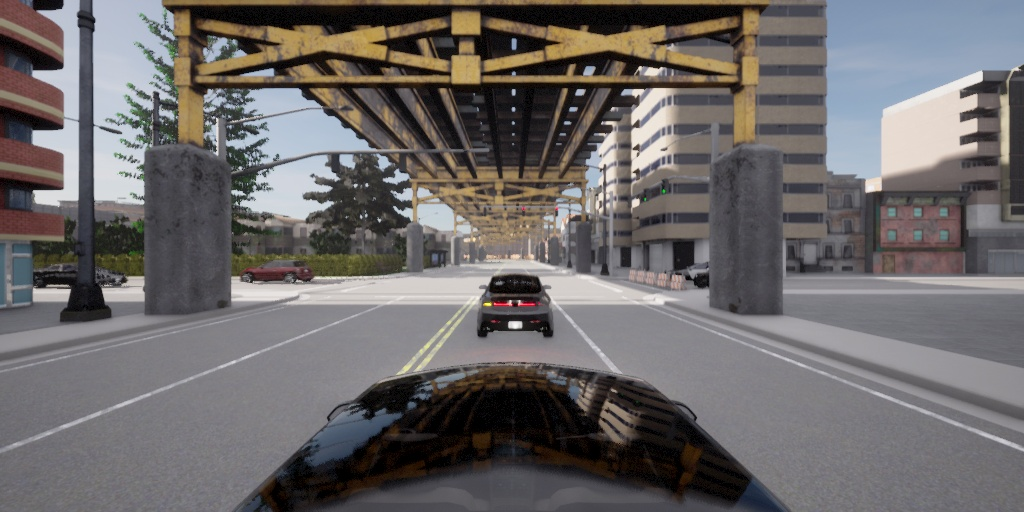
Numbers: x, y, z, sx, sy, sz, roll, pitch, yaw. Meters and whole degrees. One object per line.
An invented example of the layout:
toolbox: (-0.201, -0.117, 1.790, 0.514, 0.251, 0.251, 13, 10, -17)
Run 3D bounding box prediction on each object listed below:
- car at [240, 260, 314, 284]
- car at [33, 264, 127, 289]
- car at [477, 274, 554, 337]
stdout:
car: (-16.955, 1.082, 25.922, 4.553, 1.767, 2.097, 0, 0, 2)
car: (-27.015, 1.224, 22.371, 4.902, 1.511, 2.128, 0, 0, 0)
car: (0.089, 1.248, 10.211, 1.837, 1.490, 4.892, 0, 0, 0)
